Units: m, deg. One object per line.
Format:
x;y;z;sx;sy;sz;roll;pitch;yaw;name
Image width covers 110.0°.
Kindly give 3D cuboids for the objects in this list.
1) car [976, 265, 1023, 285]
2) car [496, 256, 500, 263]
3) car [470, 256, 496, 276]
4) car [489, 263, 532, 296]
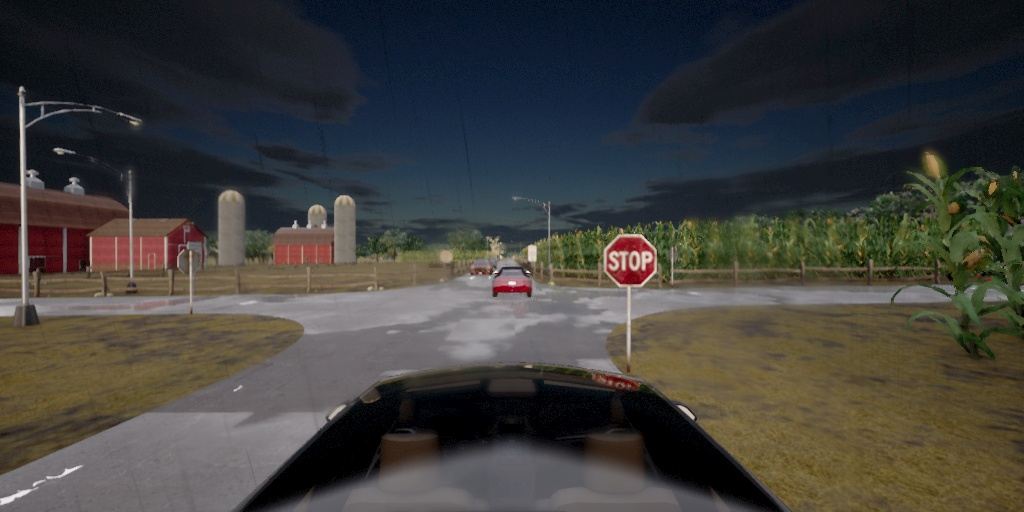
26.564;0.650;18.007;4.553;1.767;2.097;-1;0;0;car
-3.075;1.174;51.566;1.837;1.490;4.892;0;0;0;car
-3.010;1.041;36.169;2.097;1.767;4.553;0;0;0;car
0.003;1.274;19.046;1.994;1.385;4.181;0;0;0;car
